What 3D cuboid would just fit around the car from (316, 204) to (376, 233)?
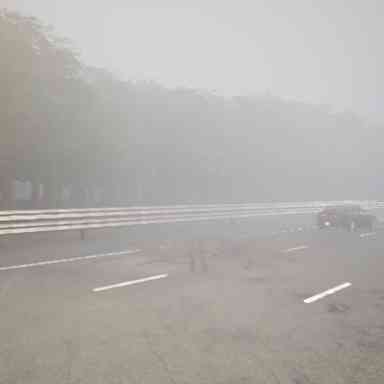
[{"bbox_3d":[9.295,1.510,19.872,4.892,1.490,1.837,1,0,-41],"label":"car"}]
